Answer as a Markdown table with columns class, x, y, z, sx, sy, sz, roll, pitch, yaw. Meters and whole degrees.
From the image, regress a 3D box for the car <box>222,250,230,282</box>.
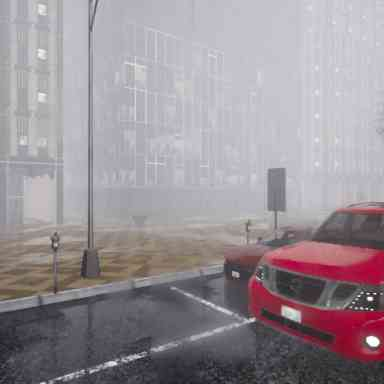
| class | x | y | z | sx | sy | sz | roll | pitch | yaw |
| --- | --- | --- | --- | --- | --- | --- | --- | --- | --- |
| car | 2.783 | 1.545 | 8.523 | 4.507 | 1.381 | 1.887 | 0 | 0 | -35 |

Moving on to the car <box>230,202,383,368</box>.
| class | x | y | z | sx | sy | sz | roll | pitch | yaw |
| --- | --- | --- | --- | --- | --- | --- | --- | --- | --- |
| car | 3.529 | 1.224 | 5.875 | 5.566 | 2.045 | 2.150 | 0 | 0 | -35 |
